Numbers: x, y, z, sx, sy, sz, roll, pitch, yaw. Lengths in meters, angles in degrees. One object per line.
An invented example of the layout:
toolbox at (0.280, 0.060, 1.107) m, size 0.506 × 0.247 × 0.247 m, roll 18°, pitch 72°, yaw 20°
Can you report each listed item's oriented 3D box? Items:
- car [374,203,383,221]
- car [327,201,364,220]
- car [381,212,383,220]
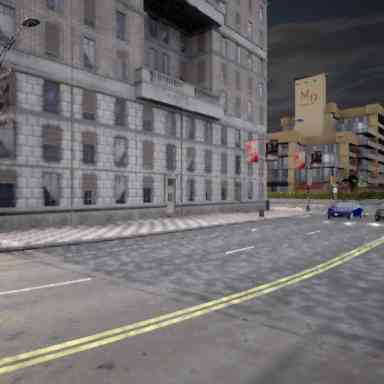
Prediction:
car at (15.772, 1.558, 26.078) m, size 1.837 × 1.490 × 4.892 m, roll 0°, pitch 0°, yaw 41°
car at (13.139, 1.510, 28.384) m, size 1.882 × 1.535 × 5.008 m, roll 0°, pitch 0°, yaw 41°
car at (9.135, 1.531, 13.181) m, size 1.812 × 1.442 × 4.674 m, roll 0°, pitch 0°, yaw 41°
